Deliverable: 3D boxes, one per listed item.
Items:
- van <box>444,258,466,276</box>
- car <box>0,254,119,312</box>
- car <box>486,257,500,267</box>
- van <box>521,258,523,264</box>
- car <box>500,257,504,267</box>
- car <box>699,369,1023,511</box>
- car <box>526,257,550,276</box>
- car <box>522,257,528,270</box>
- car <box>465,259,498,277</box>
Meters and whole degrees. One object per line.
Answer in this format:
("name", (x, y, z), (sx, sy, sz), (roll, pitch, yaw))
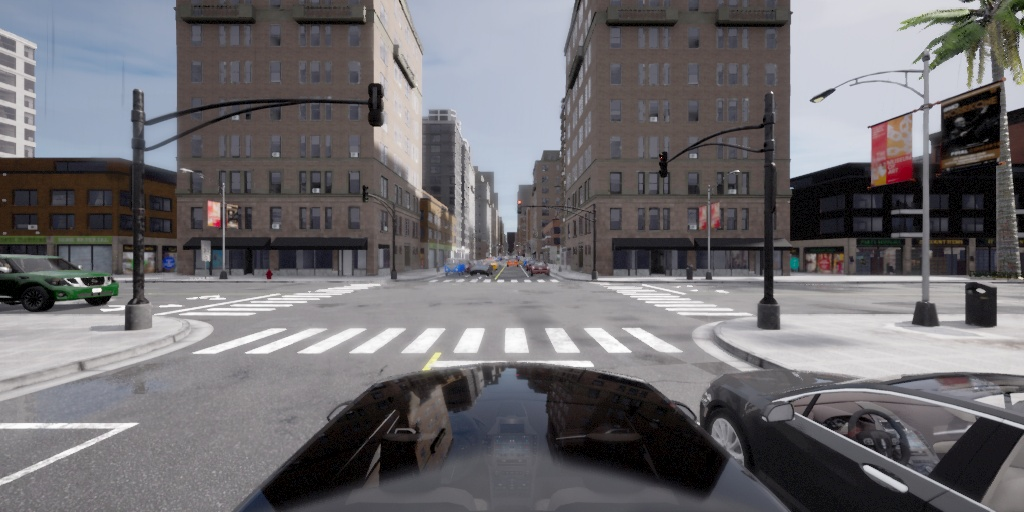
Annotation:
("van", (-5.784, 1.092, 36.446), (1.690, 1.789, 3.998), (0, 0, 0))
("car", (-18.522, 0.949, 13.593), (5.566, 2.045, 2.150), (0, 0, 0))
("car", (-2.994, 1.230, 48.991), (1.882, 1.535, 5.008), (0, 0, 0))
("van", (2.796, 1.092, 59.105), (1.690, 1.789, 3.998), (0, 0, 0))
("car", (-2.913, 1.351, 65.039), (1.895, 1.301, 4.718), (0, 0, 1))
("car", (2.668, 1.300, 1.778), (2.007, 1.370, 4.403), (0, 0, 0))
("car", (2.742, 1.191, 36.428), (1.967, 1.591, 4.097), (0, 0, 0))
("car", (2.769, 1.192, 47.766), (1.967, 1.591, 4.097), (0, 0, 0))
("car", (-2.999, 1.299, 36.636), (2.033, 1.411, 5.357), (0, 0, 4))
